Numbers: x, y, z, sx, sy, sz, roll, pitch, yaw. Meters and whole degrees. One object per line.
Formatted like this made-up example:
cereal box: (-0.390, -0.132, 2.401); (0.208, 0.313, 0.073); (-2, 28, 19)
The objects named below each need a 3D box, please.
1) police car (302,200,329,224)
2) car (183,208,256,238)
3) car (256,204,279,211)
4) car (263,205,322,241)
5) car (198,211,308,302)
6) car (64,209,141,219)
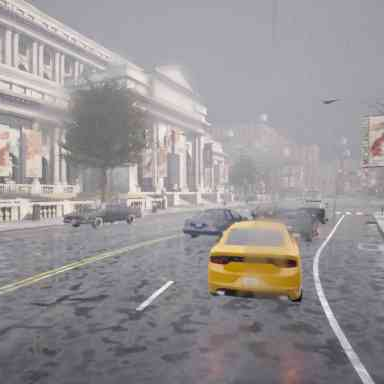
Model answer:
police car: (9.193, 1.425, 25.118); (1.930, 1.638, 5.238); (0, 0, 27)
car: (1.426, 1.548, 17.231); (2.033, 1.411, 5.357); (0, 0, 26)
car: (6.347, 1.601, 27.032); (1.895, 1.301, 4.718); (0, 0, 27)
car: (5.179, 1.564, 16.767); (1.994, 1.385, 4.181); (0, 0, 26)
car: (1.709, 1.478, 8.472); (1.882, 1.535, 5.008); (0, 0, 15)
car: (-5.133, 1.258, 20.053); (2.033, 1.411, 5.357); (0, 0, 27)
